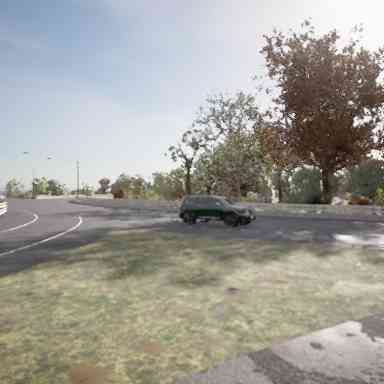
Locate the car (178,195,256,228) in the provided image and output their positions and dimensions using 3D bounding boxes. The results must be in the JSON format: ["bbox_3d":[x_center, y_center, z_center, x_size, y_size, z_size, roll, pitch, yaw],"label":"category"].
[{"bbox_3d":[1.644,1.275,23.380,5.566,2.045,2.150,0,0,34],"label":"car"}]
